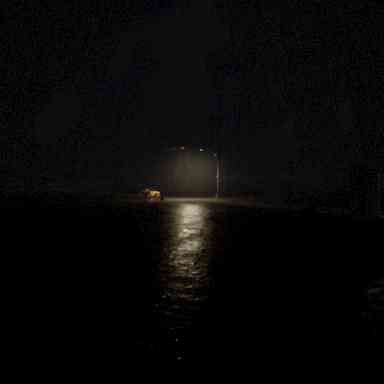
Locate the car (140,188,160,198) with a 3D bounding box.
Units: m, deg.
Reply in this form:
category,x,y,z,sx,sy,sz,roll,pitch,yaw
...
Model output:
category,x,y,z,sx,sy,sz,roll,pitch,yaw
car,-7.345,0.127,57.791,1.882,1.535,5.008,-1,2,-35
